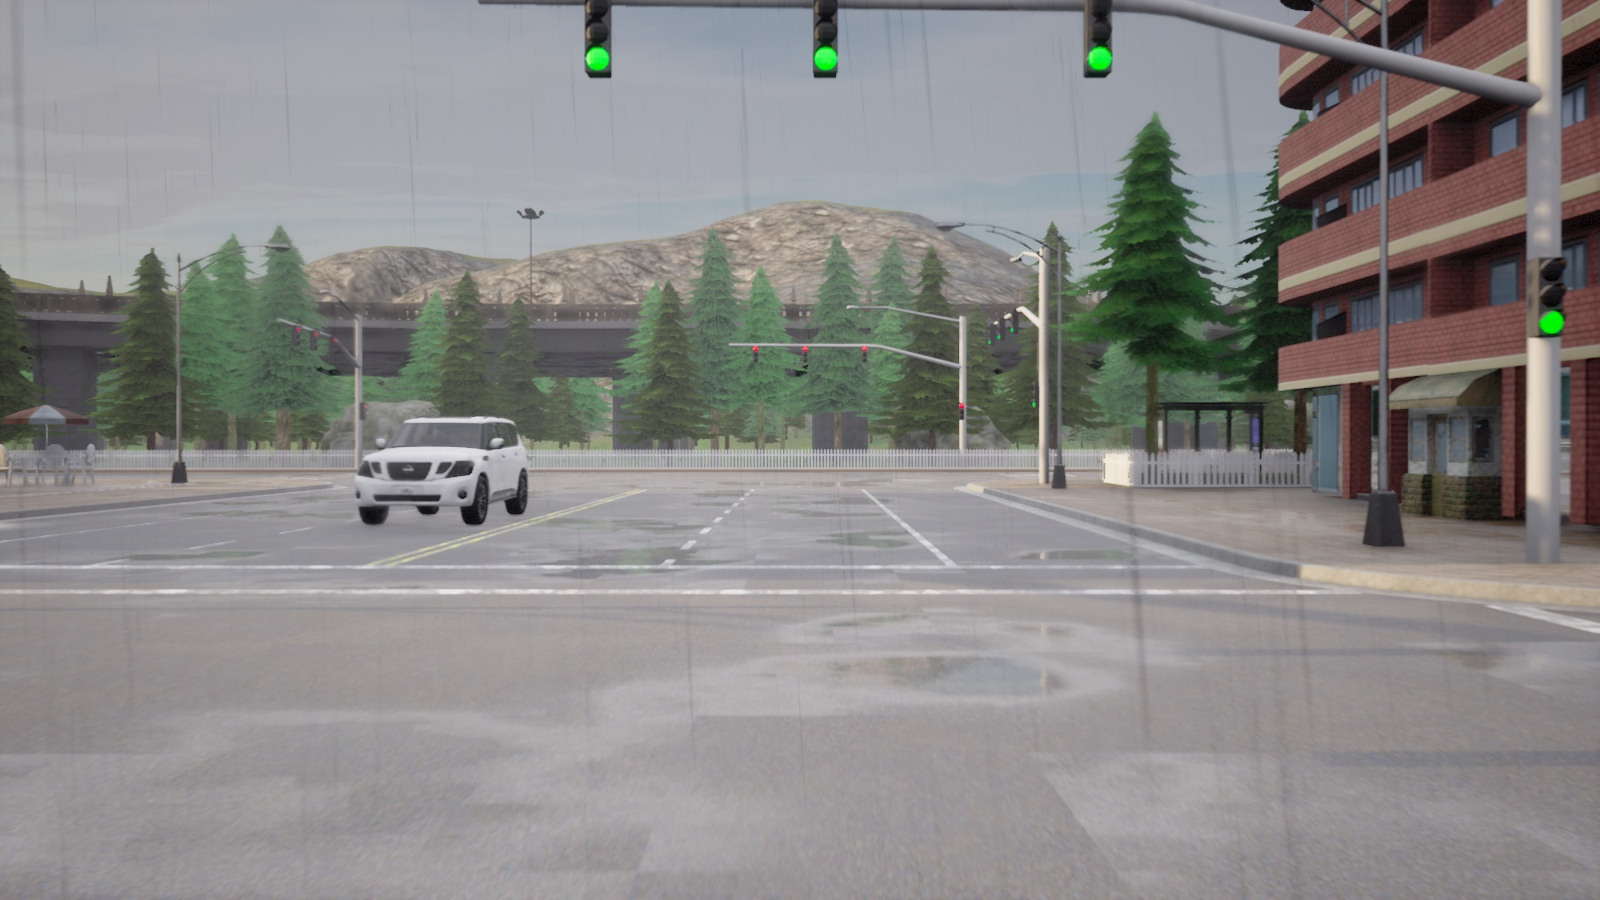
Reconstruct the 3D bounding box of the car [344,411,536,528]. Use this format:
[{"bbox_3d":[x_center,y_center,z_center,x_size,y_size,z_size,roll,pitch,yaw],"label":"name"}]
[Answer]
[{"bbox_3d":[-6.843,0.321,24.613,2.150,2.045,5.566,0,0,0],"label":"car"}]
